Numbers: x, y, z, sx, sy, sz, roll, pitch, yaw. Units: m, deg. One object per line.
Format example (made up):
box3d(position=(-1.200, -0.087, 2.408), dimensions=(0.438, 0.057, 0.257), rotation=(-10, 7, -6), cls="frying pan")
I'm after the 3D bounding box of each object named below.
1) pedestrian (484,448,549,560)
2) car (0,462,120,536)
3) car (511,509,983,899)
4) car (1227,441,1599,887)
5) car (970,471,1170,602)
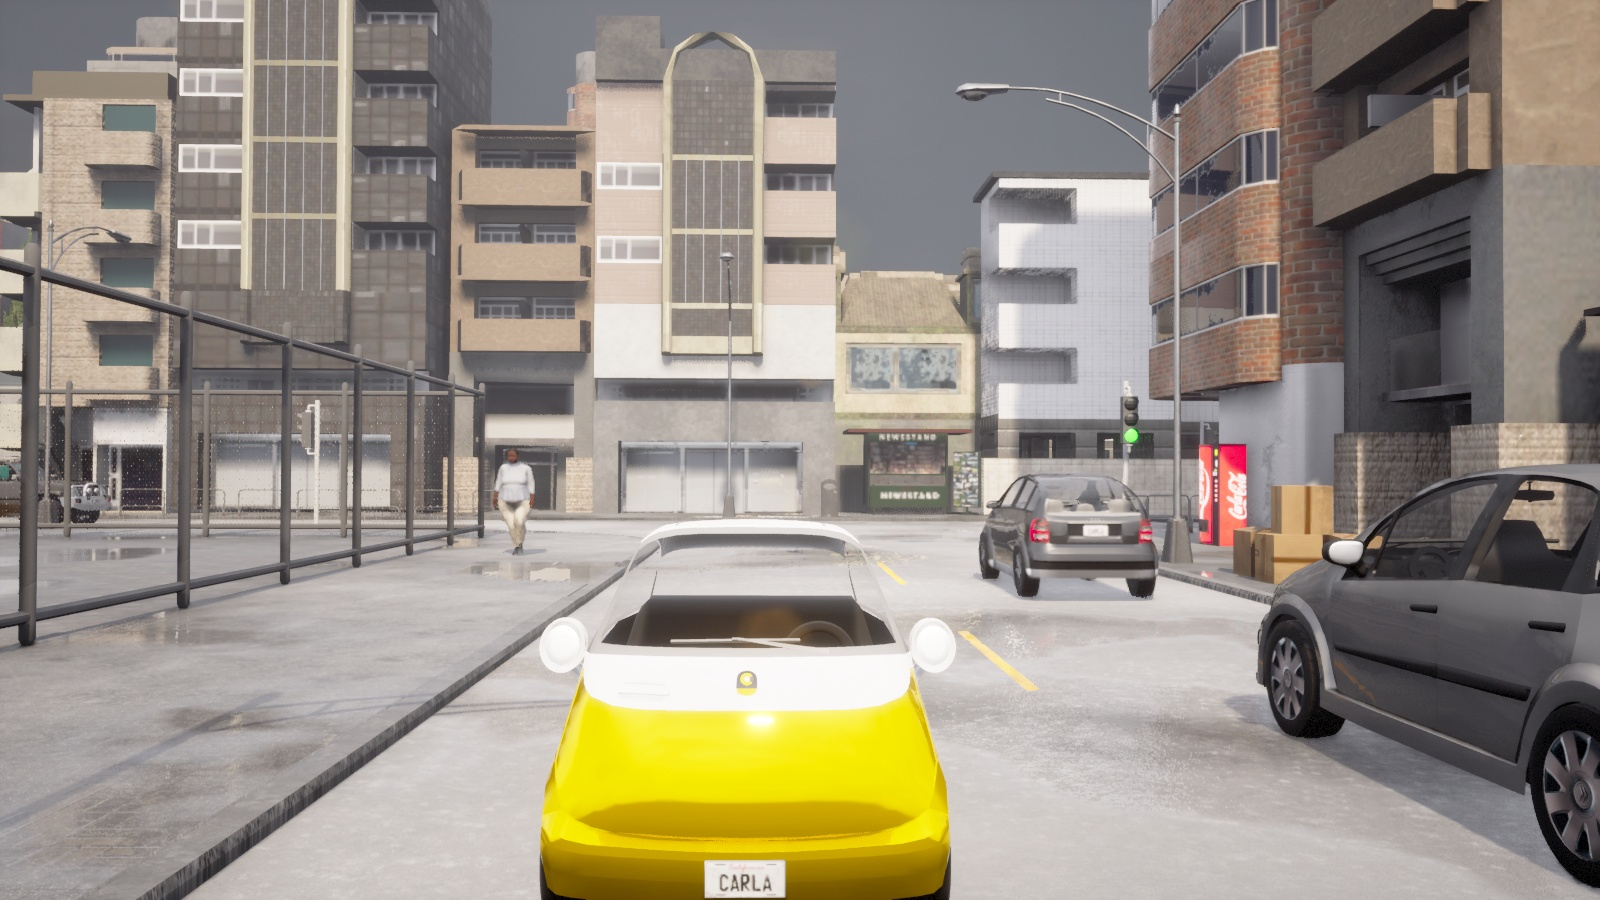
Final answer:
box3d(position=(-4.796, 0.900, 21.294), dimensions=(0.874, 1.855, 0.900), rotation=(0, -1, 2), cls="pedestrian")
box3d(position=(-20.481, 1.259, 32.573), dimensions=(4.605, 1.855, 1.932), rotation=(0, -1, -1), cls="car")
box3d(position=(-0.190, 0.955, 5.061), dimensions=(1.481, 1.376, 2.207), rotation=(0, -1, -1), cls="car")
box3d(position=(3.775, 0.802, 6.220), dimensions=(1.851, 1.617, 3.988), rotation=(0, -1, -2), cls="car")
box3d(position=(3.498, 1.066, 16.952), dimensions=(1.789, 1.549, 3.705), rotation=(0, -1, -2), cls="car")
